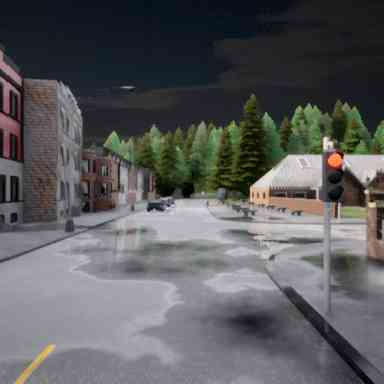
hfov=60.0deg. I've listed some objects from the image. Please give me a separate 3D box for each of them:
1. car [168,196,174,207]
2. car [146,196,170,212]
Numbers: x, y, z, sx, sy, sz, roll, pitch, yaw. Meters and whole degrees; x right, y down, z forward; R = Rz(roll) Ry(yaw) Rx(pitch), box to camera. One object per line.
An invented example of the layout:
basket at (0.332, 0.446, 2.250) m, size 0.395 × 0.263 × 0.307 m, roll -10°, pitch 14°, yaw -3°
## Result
car at (-4.132, 1.506, 48.955) m, size 1.812 × 1.442 × 4.674 m, roll 0°, pitch 0°, yaw 0°
car at (-4.124, 1.532, 39.163) m, size 2.033 × 1.411 × 5.357 m, roll 0°, pitch 0°, yaw 0°
